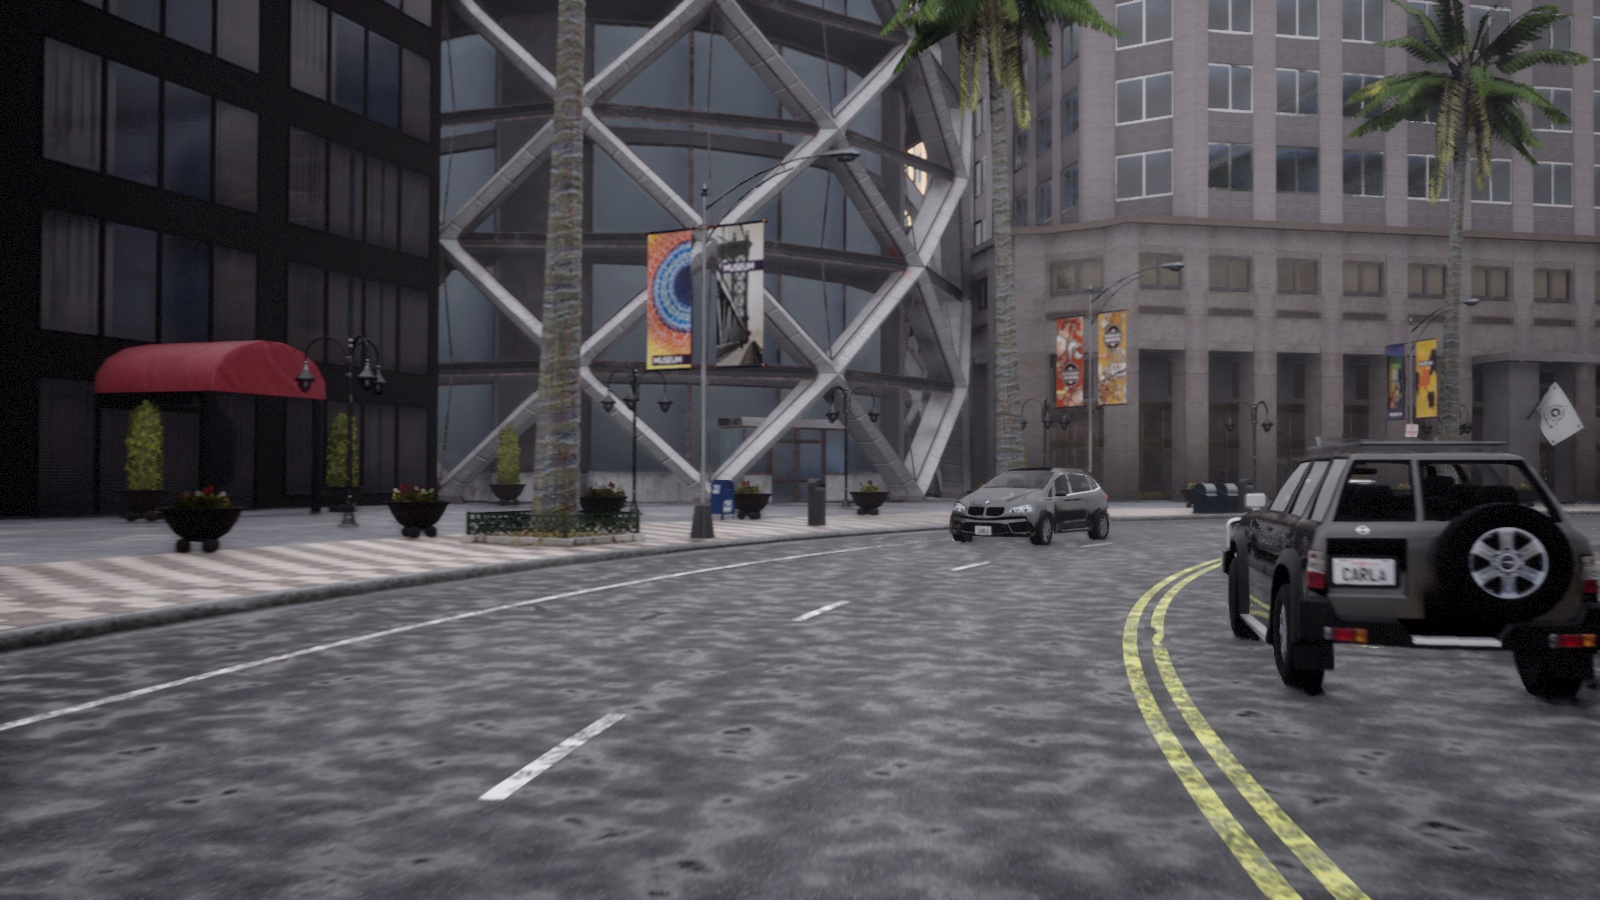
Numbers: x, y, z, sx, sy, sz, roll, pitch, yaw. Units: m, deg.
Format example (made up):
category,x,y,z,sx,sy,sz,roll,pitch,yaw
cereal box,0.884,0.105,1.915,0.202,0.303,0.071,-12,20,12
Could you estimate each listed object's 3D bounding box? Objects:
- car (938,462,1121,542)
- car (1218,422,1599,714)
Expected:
category,x,y,z,sx,sy,sz,roll,pitch,yaw
car,5.289,1.121,28.513,2.242,1.667,4.611,-1,-1,37
car,4.746,0.792,10.411,1.932,1.855,4.605,-1,-1,12
